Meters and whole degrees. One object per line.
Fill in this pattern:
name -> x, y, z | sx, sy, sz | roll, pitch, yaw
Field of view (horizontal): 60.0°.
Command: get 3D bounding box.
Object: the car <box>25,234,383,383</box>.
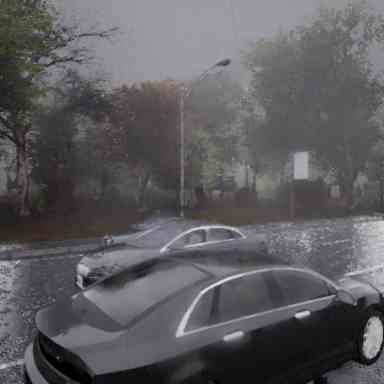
car -> 0.631, 1.506, 4.201 | 4.892, 1.490, 1.837 | 0, 0, -35

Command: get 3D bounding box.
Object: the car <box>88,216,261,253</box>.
car -> -0.259, 1.493, 8.107 | 4.902, 1.511, 2.128 | 0, 0, -36
